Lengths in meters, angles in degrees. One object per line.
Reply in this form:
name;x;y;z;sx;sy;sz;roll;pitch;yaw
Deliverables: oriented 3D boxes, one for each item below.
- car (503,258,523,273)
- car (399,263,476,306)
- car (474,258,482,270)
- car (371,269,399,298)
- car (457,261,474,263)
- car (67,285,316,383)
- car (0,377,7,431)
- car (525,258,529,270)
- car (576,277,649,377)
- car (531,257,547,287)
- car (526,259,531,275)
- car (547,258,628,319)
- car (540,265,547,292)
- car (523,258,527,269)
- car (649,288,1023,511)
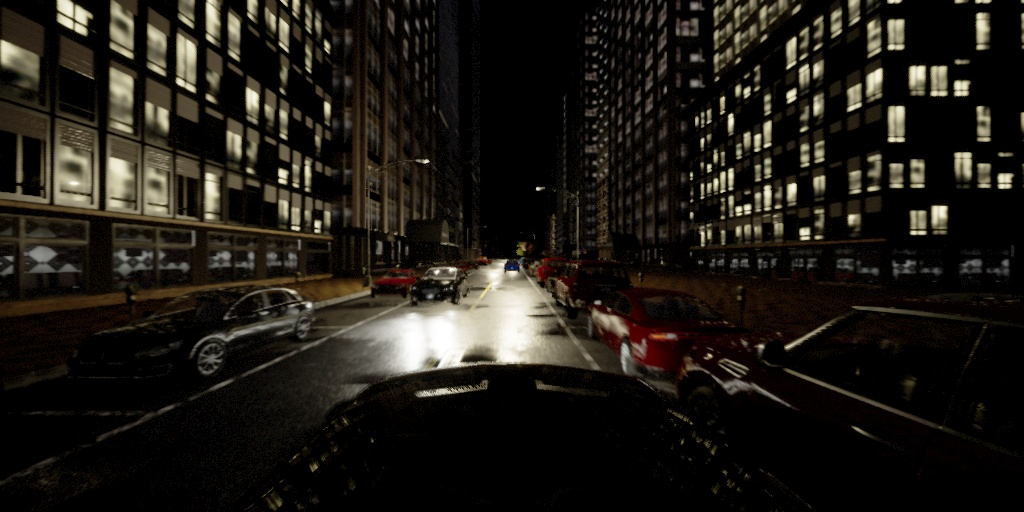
car;-0.006;1.228;42.723;1.882;1.535;5.008;0;0;0
car;-3.026;1.243;15.814;2.128;1.511;4.902;0;0;1
car;-5.698;1.332;51.450;1.802;1.307;4.207;0;0;0
car;-5.692;1.332;18.214;1.802;1.307;4.207;0;0;0
car;-5.696;1.332;40.372;1.802;1.307;4.207;0;0;0
car;-5.691;1.301;7.135;2.007;1.370;4.403;0;0;0
car;-5.690;1.316;1.596;1.948;1.339;4.313;0;0;0
car;2.685;1.276;40.543;1.751;1.417;4.829;0;0;0
car;2.690;1.296;7.137;1.888;1.381;4.507;0;0;0
car;2.687;1.065;23.756;2.192;1.841;5.009;0;0;0
car;2.686;1.301;34.834;2.007;1.370;4.403;0;0;0
car;2.689;1.065;12.677;2.192;1.841;5.009;0;0;0
car;2.688;1.316;18.216;1.948;1.339;4.313;0;0;0
car;2.683;1.316;51.452;1.948;1.339;4.313;0;0;0
car;2.691;1.065;1.598;2.192;1.841;5.009;0;0;0
